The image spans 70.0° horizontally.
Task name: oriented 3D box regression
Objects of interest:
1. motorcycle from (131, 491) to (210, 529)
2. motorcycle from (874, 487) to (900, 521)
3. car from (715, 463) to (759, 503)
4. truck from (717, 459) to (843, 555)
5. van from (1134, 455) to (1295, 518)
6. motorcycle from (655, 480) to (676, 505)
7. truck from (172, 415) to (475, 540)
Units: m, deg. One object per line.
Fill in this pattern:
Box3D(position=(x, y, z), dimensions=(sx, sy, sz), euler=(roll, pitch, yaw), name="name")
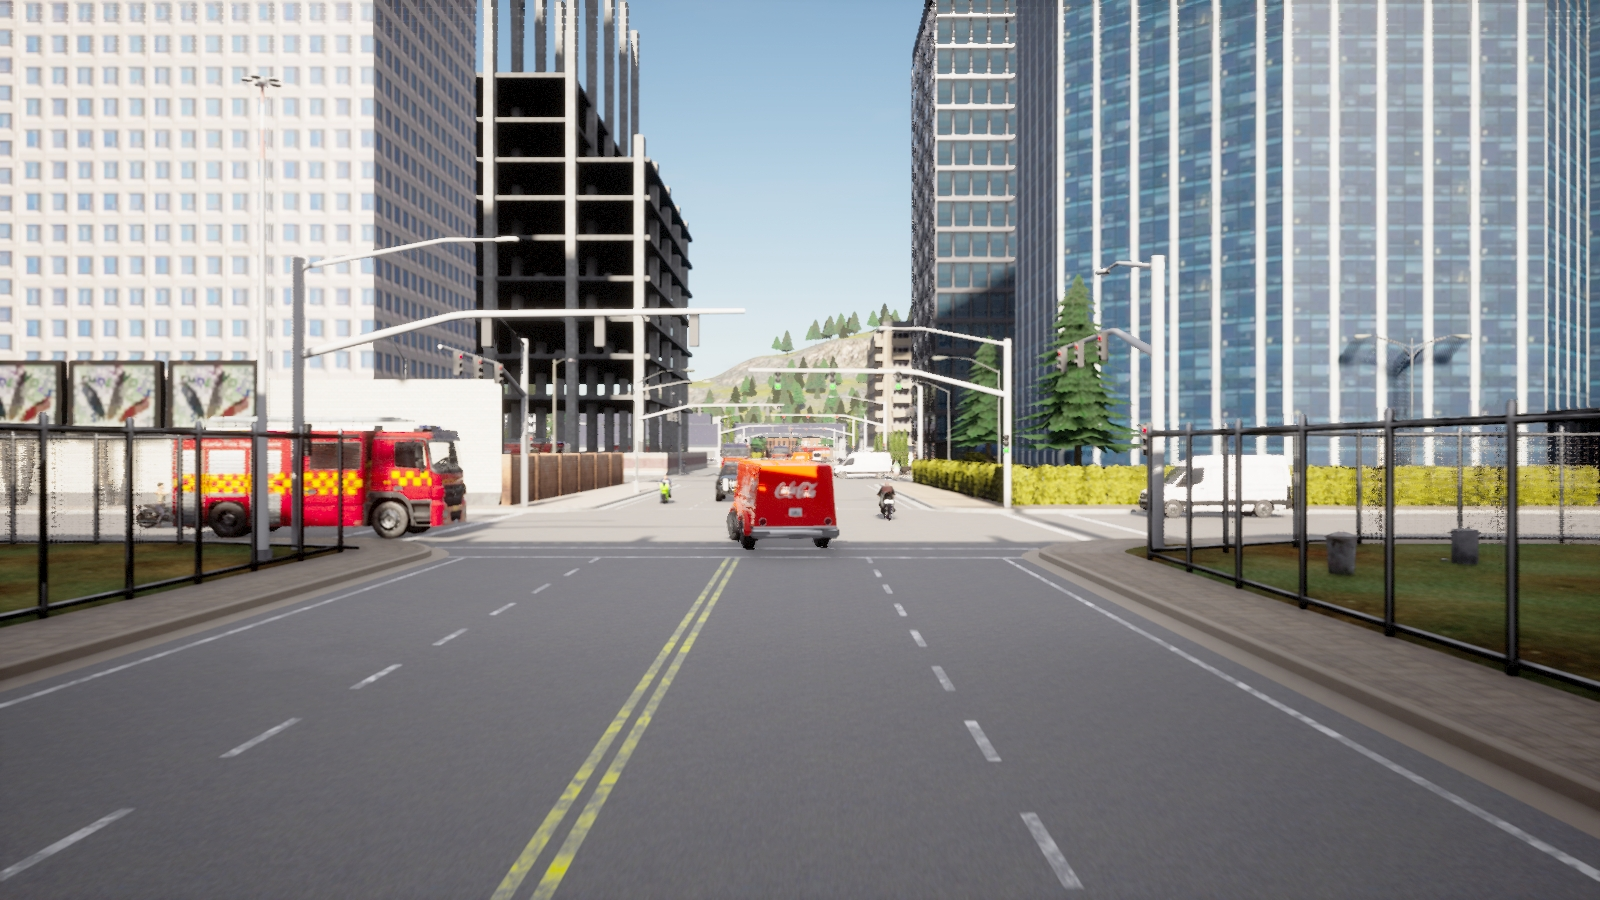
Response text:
Box3D(position=(-22.107, 2.114, 40.168), dimensions=(2.356, 1.277, 0.764), euler=(0, 0, 0), name="motorcycle")
Box3D(position=(3.526, 2.182, 46.345), dimensions=(0.867, 1.251, 2.209), euler=(0, 0, 0), name="motorcycle")
Box3D(position=(-3.465, 1.779, 63.498), dimensions=(2.150, 2.045, 5.566), euler=(0, 0, 0), name="car")
Box3D(position=(-0.707, 1.548, 33.575), dimensions=(2.627, 2.467, 5.204), euler=(0, 1, -13), name="truck")
Box3D(position=(16.987, 1.479, 47.060), dimensions=(5.915, 2.561, 1.988), euler=(0, 0, 0), name="van")
Box3D(position=(-6.968, 2.185, 59.239), dimensions=(0.803, 1.199, 2.033), euler=(0, 0, 0), name="motorcycle")
Box3D(position=(-14.996, 0.837, 36.405), dimensions=(8.468, 3.827, 2.891), euler=(0, 0, 0), name="truck")
